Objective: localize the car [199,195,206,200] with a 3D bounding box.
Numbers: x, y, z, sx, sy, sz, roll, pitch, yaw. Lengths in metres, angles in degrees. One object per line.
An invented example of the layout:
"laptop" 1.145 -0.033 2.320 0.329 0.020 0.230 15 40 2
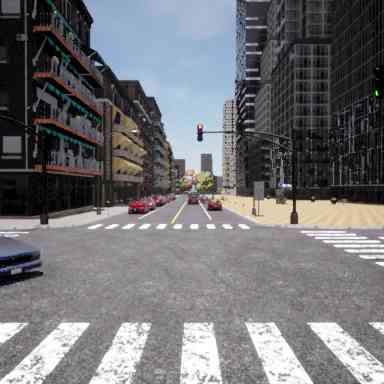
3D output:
"car" 2.842 1.534 92.100 1.752 1.417 4.829 -1 0 0

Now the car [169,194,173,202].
"car" -5.553 1.583 69.294 1.802 1.307 4.206 -1 0 0

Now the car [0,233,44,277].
"car" -6.804 1.609 9.654 5.357 1.411 2.033 0 1 27

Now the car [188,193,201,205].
"car" 0.228 1.477 59.769 1.882 1.535 5.008 0 0 0

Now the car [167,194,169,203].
"car" -5.579 1.439 57.996 1.967 1.590 4.097 -1 0 0

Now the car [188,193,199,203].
"car" 0.264 1.223 70.034 2.150 2.045 5.566 0 0 0

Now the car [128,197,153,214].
"car" -5.625 1.540 35.400 1.887 1.381 4.507 -1 0 0

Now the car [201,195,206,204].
"car" 2.782 1.551 63.685 2.008 1.369 4.403 -1 0 0

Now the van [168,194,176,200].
"van" -5.508 1.350 91.889 1.690 1.788 3.998 -1 0 0

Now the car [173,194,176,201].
"car" -5.521 1.322 86.241 2.192 1.841 5.009 -1 0 0

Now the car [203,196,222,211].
"car" 2.733 1.540 41.089 1.887 1.381 4.507 -1 0 0

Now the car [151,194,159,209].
"car" -5.615 1.436 41.049 1.967 1.590 4.097 -1 0 0

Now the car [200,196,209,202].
"car" 2.806 1.548 74.983 1.887 1.381 4.507 -1 0 0

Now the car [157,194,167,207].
"car" -5.593 1.312 52.348 2.192 1.841 5.009 -1 0 0
